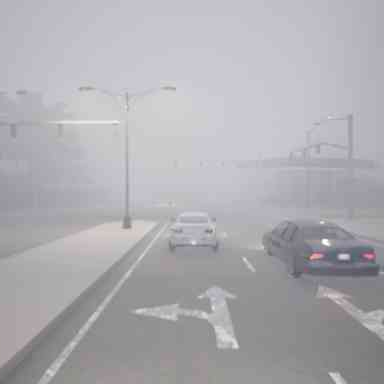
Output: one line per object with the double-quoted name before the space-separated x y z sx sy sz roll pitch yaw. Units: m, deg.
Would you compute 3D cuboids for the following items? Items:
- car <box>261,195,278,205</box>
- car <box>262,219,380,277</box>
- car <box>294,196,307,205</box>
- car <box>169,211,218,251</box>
"car" 13.215 1.305 56.623 2.242 1.667 4.611 0 0 0
"car" 3.542 1.550 10.218 2.033 1.411 5.357 0 0 1
"car" 18.960 1.466 57.385 1.970 1.475 3.806 0 0 0
"car" 0.072 1.528 13.899 1.812 1.442 4.674 0 0 0
